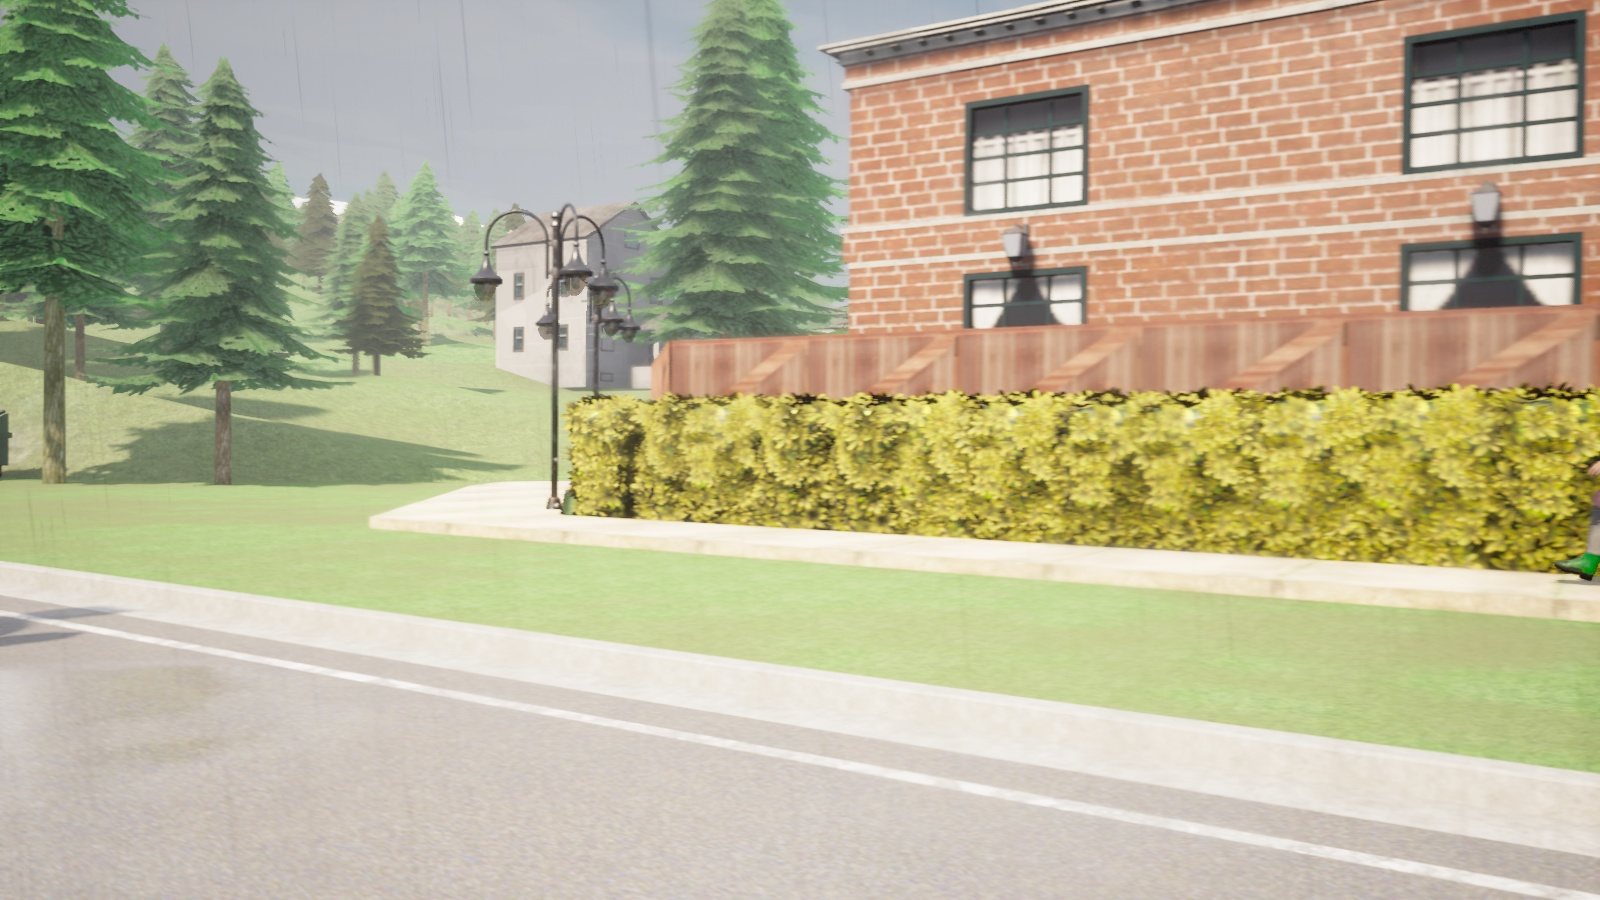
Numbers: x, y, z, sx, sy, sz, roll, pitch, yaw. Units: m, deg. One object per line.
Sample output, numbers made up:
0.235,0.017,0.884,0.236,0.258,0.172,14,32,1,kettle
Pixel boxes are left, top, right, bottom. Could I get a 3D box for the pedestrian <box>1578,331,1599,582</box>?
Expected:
6.632,0.046,9.851,0.873,1.952,0.659,0,1,34,pedestrian
